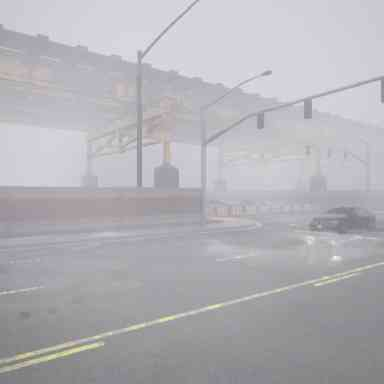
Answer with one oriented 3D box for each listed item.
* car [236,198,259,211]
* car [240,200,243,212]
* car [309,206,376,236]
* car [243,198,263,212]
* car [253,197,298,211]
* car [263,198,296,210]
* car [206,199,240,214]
[{"bbox_3d":[6.141,1.295,36.462,1.853,1.218,4.536,0,0,18],"label":"car"},{"bbox_3d":[2.379,1.453,33.729,4.974,1.542,2.038,0,0,8],"label":"car"},{"bbox_3d":[8.543,1.526,18.678,4.674,1.442,1.812,0,0,-35],"label":"car"},{"bbox_3d":[6.125,1.453,36.413,2.038,1.542,4.974,0,0,18],"label":"car"},{"bbox_3d":[10.036,1.453,40.171,4.974,1.542,2.038,0,0,-7],"label":"car"},{"bbox_3d":[9.985,1.295,40.165,4.536,1.218,1.853,0,0,-7],"label":"car"},{"bbox_3d":[2.327,1.295,33.736,4.536,1.218,1.853,0,0,8],"label":"car"}]
